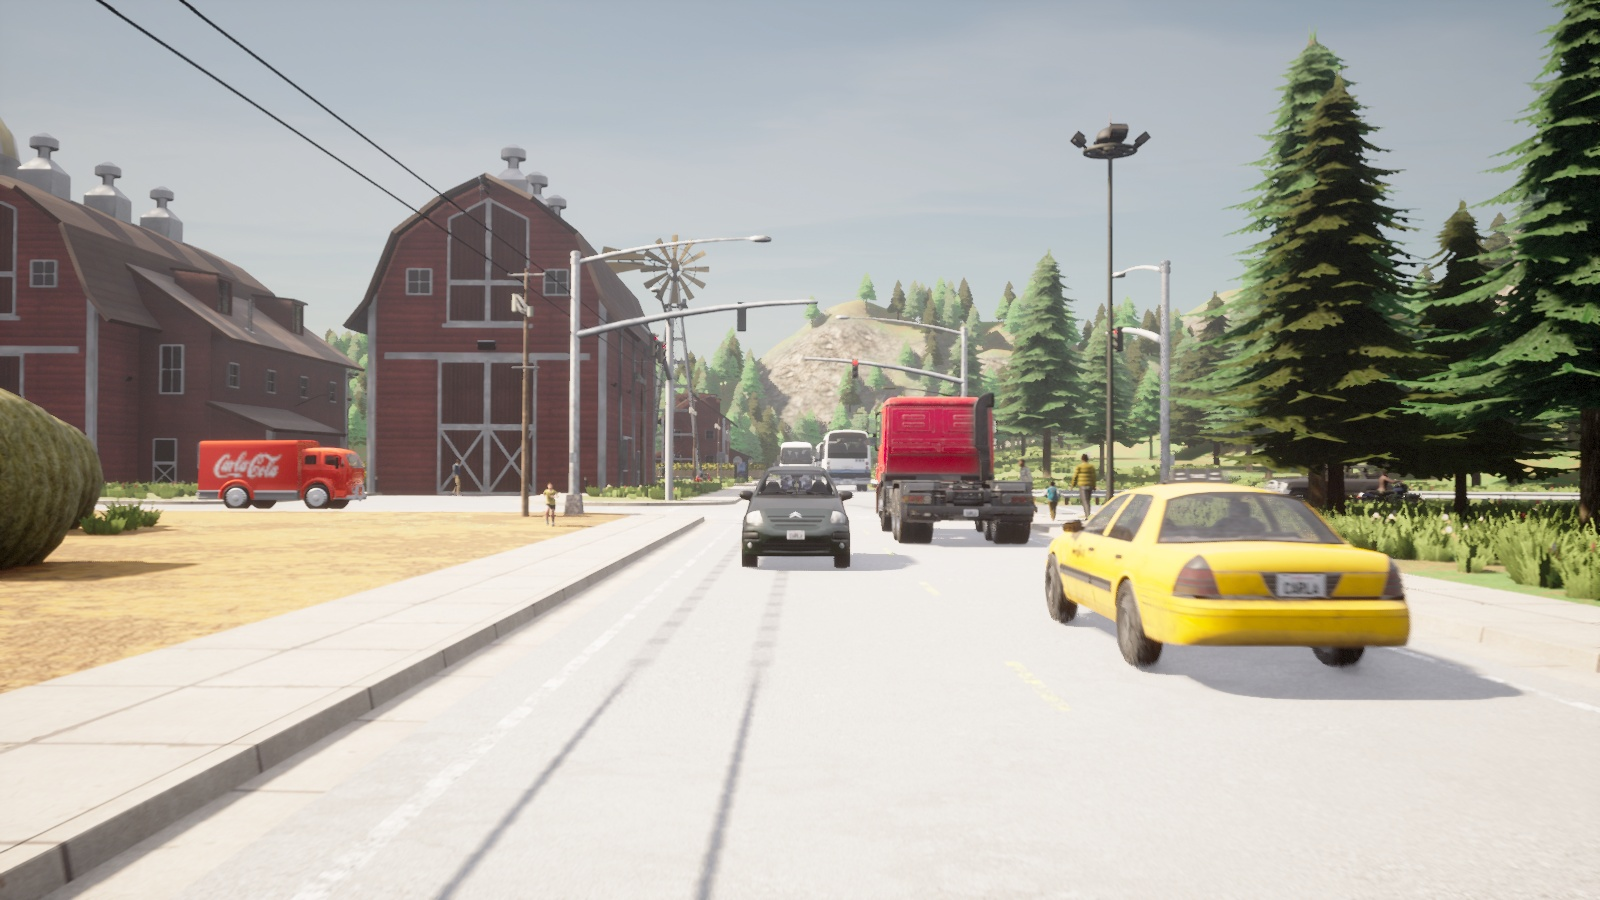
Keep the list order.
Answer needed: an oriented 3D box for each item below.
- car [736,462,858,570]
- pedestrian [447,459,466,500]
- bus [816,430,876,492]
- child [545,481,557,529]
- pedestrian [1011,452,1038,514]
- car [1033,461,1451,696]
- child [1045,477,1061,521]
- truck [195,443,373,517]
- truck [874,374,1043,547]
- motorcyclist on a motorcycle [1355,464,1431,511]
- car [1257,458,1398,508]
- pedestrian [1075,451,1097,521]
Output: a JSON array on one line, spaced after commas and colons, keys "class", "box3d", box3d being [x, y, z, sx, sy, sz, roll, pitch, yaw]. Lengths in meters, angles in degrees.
[{"class": "car", "box3d": [-0.053, 1.030, 21.006, 1.851, 1.617, 3.988, 0, -1, 0]}, {"class": "pedestrian", "box3d": [-16.582, 1.421, 60.656, 0.788, 1.949, 0.423, 0, -1, 5]}, {"class": "bus", "box3d": [3.264, 0.818, 91.758, 3.944, 4.253, 10.273, 0, -1, 0]}, {"class": "child", "box3d": [-5.876, 1.297, 29.638, 0.255, 1.110, 0.394, 0, -1, -7]}, {"class": "pedestrian", "box3d": [7.098, 1.036, 39.724, 0.788, 1.949, 0.423, 0, -1, -1]}, {"class": "car", "box3d": [3.472, 0.907, 11.139, 1.801, 1.575, 5.366, 0, -1, 0]}, {"class": "child", "box3d": [6.977, 1.346, 34.644, 0.343, 1.192, 0.448, 0, -1, 4]}, {"class": "truck", "box3d": [-18.023, 1.039, 44.094, 5.204, 2.467, 2.627, 0, -1, -1]}, {"class": "truck", "box3d": [3.423, 0.261, 29.226, 2.891, 3.462, 7.936, 0, -1, 0]}, {"class": "motorcyclist on a motorcycle", "box3d": [21.194, 1.334, 44.899, 2.350, 1.649, 0.766, 0, -1, -1]}, {"class": "car", "box3d": [20.259, 1.257, 48.382, 4.605, 1.855, 1.932, 0, -1, -1]}, {"class": "pedestrian", "box3d": [7.597, 0.944, 33.358, 0.431, 1.840, 0.709, 0, -1, 3]}]
